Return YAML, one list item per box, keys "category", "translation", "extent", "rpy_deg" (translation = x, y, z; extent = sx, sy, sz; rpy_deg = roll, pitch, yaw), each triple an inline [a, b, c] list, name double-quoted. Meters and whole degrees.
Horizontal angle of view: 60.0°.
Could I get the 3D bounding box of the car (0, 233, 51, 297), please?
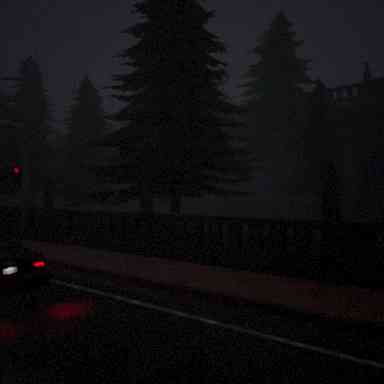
- category: "car"
  translation: [-5.546, 1.575, 7.868]
  extent: [5.357, 1.411, 2.033]
  rpy_deg: [0, 0, 35]
